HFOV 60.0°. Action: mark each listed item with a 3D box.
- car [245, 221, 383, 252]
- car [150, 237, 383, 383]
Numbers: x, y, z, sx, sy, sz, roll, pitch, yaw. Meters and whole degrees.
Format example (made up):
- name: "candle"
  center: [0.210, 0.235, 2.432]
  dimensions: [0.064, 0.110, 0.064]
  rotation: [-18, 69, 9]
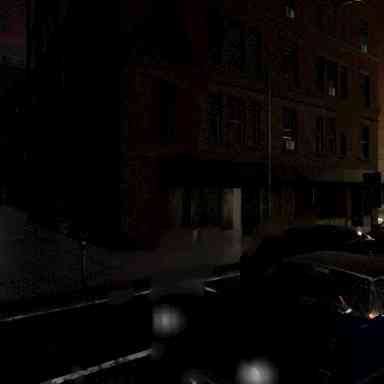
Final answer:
- name: "car"
  center: [3.210, 1.566, 8.832]
  dimensions: [4.313, 1.339, 1.947]
  rotation: [0, 0, -36]
- name: "car"
  center: [1.851, 1.601, 4.579]
  dimensions: [4.718, 1.301, 1.895]
  rotation: [0, 0, -36]
